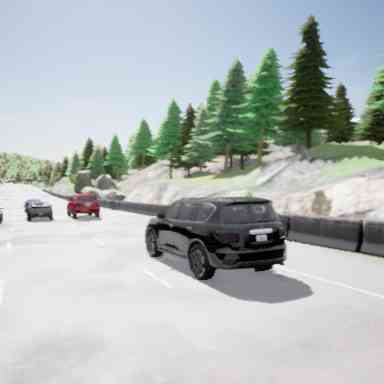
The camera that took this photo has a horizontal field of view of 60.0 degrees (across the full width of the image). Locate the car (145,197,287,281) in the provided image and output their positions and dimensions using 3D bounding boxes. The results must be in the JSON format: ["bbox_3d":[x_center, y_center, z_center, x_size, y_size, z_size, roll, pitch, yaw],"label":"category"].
[{"bbox_3d":[0.370,1.160,10.052,2.150,2.045,5.566,-1,0,-27],"label":"car"}]

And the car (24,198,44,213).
[{"bbox_3d":[-18.507,1.518,38.854,1.882,1.535,5.008,-1,1,-27],"label":"car"}]

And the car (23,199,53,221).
[{"bbox_3d":[-12.658,1.512,27.579,2.128,1.511,4.902,-1,0,-27],"label":"car"}]

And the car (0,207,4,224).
[{"bbox_3d":[-15.226,1.594,24.929,1.812,1.442,4.674,-1,0,-27],"label":"car"}]

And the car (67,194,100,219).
[{"bbox_3d":[-9.673,1.194,29.416,2.150,2.045,5.566,-1,0,-27],"label":"car"}]
